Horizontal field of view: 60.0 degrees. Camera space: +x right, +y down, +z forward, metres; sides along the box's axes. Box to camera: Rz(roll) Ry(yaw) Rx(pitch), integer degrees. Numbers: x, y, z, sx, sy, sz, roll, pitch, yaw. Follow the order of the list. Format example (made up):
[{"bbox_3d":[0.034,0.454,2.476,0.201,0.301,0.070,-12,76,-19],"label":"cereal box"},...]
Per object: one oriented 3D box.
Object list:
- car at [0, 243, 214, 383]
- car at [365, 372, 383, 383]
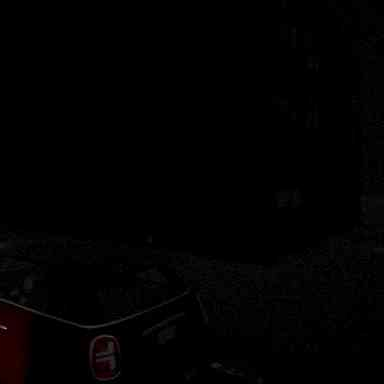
[{"bbox_3d":[-1.826,1.403,4.384,4.097,1.590,1.967,1,0,36],"label":"car"},{"bbox_3d":[2.670,1.455,1.176,4.097,1.590,1.967,1,0,36],"label":"car"}]
